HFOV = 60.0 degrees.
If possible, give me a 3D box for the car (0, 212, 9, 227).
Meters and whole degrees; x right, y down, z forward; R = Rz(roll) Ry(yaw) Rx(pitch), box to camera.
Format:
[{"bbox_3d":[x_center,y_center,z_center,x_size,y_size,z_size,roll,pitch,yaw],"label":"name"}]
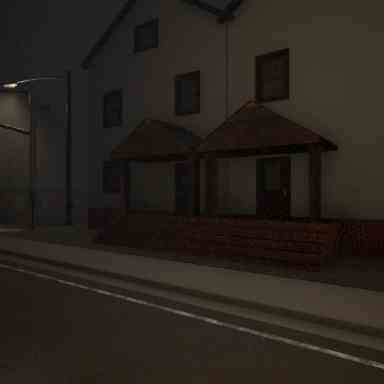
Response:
[{"bbox_3d":[-17.519,2.015,26.934,1.837,1.490,4.892,0,-8,36],"label":"car"}]
